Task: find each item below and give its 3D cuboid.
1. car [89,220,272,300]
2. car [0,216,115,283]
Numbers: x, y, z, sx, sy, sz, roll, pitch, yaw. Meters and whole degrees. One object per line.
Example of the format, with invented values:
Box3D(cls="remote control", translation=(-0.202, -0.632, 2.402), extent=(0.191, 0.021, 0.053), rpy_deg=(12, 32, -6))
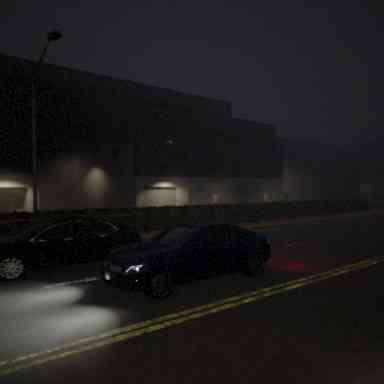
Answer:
Box3D(cls="car", translation=(0.071, 1.493, 8.454), extent=(4.674, 1.442, 1.812), rpy_deg=(-1, 0, -37))
Box3D(cls="car", translation=(-3.860, 1.508, 9.900), extent=(4.892, 1.490, 1.837), rpy_deg=(-1, 0, -36))
